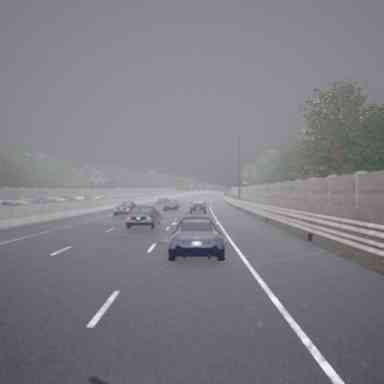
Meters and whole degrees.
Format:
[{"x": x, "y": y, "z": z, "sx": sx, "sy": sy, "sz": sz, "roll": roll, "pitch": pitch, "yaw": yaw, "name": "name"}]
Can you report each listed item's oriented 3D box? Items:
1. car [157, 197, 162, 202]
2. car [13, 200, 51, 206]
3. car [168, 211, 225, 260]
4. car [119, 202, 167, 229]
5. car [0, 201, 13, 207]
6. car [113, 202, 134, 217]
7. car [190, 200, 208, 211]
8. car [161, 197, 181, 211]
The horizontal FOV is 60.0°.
[{"x": -5.303, "y": 1.641, "z": 61.627, "sx": 2.128, "sy": 1.511, "sz": 4.902, "roll": 0, "pitch": 0, "yaw": 3, "name": "car"}, {"x": -16.991, "y": 1.640, "z": 36.617, "sx": 2.128, "sy": 1.511, "sz": 4.902, "roll": 0, "pitch": 0, "yaw": 2, "name": "car"}, {"x": 0.175, "y": 1.644, "z": 12.814, "sx": 1.994, "sy": 1.385, "sz": 4.181, "roll": 0, "pitch": 0, "yaw": 1, "name": "car"}, {"x": -3.188, "y": 1.656, "z": 22.613, "sx": 2.033, "sy": 1.411, "sz": 5.357, "roll": 0, "pitch": 0, "yaw": 1, "name": "car"}, {"x": -20.540, "y": 1.674, "z": 35.190, "sx": 1.812, "sy": 1.442, "sz": 4.674, "roll": 0, "pitch": 0, "yaw": 2, "name": "car"}, {"x": -6.445, "y": 1.680, "z": 33.332, "sx": 2.033, "sy": 1.411, "sz": 5.357, "roll": 0, "pitch": 0, "yaw": 2, "name": "car"}, {"x": 0.760, "y": 1.662, "z": 39.607, "sx": 1.812, "sy": 1.442, "sz": 4.674, "roll": 0, "pitch": 0, "yaw": 2, "name": "car"}, {"x": -2.582, "y": 1.708, "z": 44.024, "sx": 1.994, "sy": 1.385, "sz": 4.181, "roll": 0, "pitch": 0, "yaw": 2, "name": "car"}]
